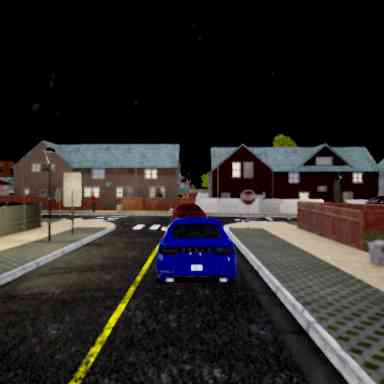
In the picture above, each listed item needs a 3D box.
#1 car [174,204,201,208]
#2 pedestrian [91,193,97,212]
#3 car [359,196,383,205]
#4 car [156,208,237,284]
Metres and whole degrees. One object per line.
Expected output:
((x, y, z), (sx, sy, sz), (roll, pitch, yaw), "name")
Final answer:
((-0.316, 1.446, 20.490), (1.882, 1.535, 5.008), (0, 0, -6), "car")
((-9.343, 1.008, 31.656), (0.375, 1.860, 0.375), (0, 0, 1), "pedestrian")
((16.221, 1.349, 28.150), (5.566, 2.045, 2.150), (0, 0, 1), "car")
((0.103, 1.464, 9.571), (1.882, 1.535, 5.008), (0, 0, 0), "car")
